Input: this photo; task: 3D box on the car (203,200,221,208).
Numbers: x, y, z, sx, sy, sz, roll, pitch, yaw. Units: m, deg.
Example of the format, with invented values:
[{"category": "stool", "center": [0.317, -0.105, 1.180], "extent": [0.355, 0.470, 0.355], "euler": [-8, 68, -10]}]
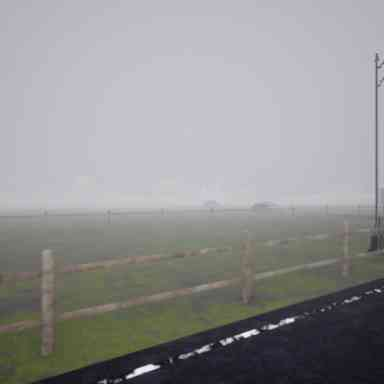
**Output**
[{"category": "car", "center": [3.976, 2.345, 65.759], "extent": [2.097, 1.767, 4.553], "euler": [1, -1, -22]}]

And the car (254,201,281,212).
[{"category": "car", "center": [10.920, 2.080, 48.201], "extent": [2.128, 1.511, 4.902], "euler": [1, -1, -22]}]
